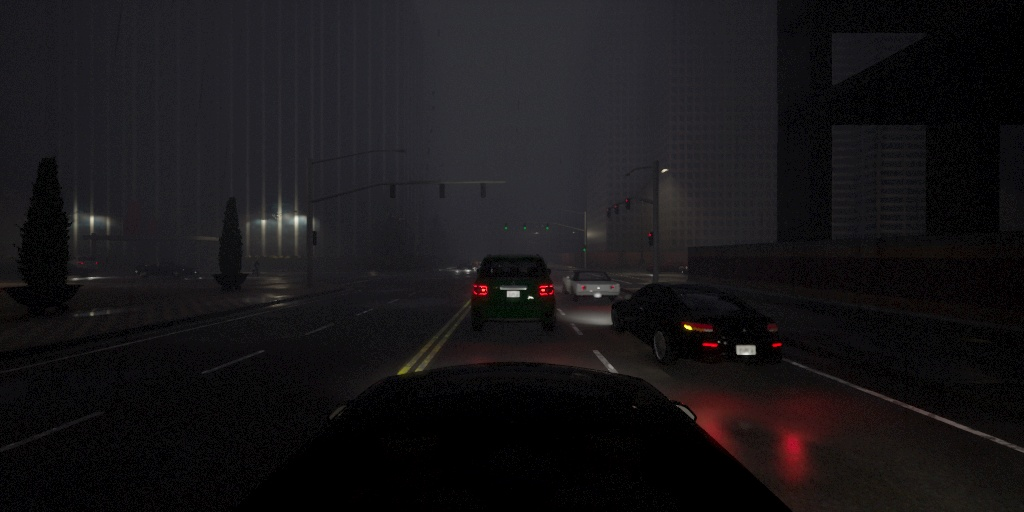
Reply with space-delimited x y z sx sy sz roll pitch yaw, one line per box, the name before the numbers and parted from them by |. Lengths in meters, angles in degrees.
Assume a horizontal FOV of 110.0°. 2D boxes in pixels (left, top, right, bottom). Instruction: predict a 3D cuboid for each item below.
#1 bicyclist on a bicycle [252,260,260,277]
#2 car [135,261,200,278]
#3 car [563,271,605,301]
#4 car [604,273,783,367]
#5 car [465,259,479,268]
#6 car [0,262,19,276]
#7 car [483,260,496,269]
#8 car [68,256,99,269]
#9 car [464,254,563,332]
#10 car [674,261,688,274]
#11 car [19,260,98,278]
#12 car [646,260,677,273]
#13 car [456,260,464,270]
bicyclist on a bicycle | -24.647 1.203 34.507 0.582 1.620 1.656 0 0 -13
car | -31.588 1.241 32.987 4.902 1.511 2.128 0 0 0
car | 3.594 1.351 17.214 1.895 1.301 4.718 0 0 0
car | 3.589 1.276 7.805 1.812 1.442 4.674 0 0 0
car | -7.028 1.228 63.020 1.882 1.535 5.008 0 0 0
car | -50.681 1.314 36.518 4.181 1.385 1.994 0 0 3
car | -3.552 1.351 57.465 1.895 1.301 4.718 0 0 0
car | -49.787 0.971 40.068 5.566 2.045 2.150 0 0 0
car | 0.057 0.972 10.974 2.150 2.045 5.566 0 0 1
car | 19.875 1.351 37.123 4.718 1.301 1.895 0 0 1
car | -41.555 1.314 32.939 4.181 1.385 1.994 0 0 0
car | 17.806 1.228 40.636 5.008 1.535 1.882 0 0 0
car | -7.062 1.276 53.684 1.812 1.442 4.674 0 0 0
